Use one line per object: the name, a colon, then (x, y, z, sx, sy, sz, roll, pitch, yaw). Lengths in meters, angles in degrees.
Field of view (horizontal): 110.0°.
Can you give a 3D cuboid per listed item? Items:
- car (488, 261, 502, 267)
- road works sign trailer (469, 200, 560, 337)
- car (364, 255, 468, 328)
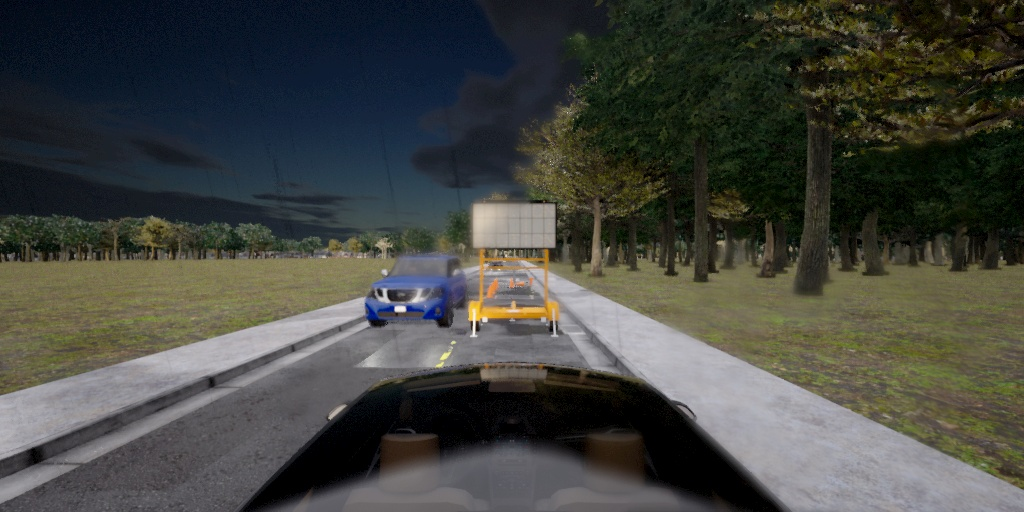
car: (-2.471, 1.313, 54.577, 1.994, 1.385, 4.181, 0, 0, 0)
road works sign trailer: (0.067, 0.214, 10.256, 2.380, 3.560, 2.880, 0, 0, 0)
car: (-2.773, 0.971, 11.725, 2.150, 2.045, 5.566, 0, 0, 0)
